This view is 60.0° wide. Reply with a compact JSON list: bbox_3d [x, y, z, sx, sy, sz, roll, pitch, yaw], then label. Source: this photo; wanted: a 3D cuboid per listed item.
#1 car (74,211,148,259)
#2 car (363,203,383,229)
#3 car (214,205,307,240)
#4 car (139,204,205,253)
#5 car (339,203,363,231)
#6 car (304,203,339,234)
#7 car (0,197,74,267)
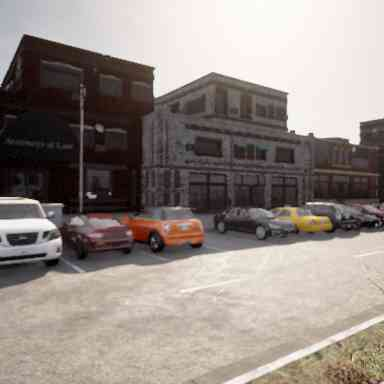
[{"bbox_3d":[-3.759,1.515,12.599,2.002,1.452,4.674,0,0,-35],"label":"car"},{"bbox_3d":[9.856,1.612,22.218,2.163,1.488,4.792,1,0,-35],"label":"car"},{"bbox_3d":[3.136,1.524,17.497,2.231,1.521,4.892,0,0,-35],"label":"car"},{"bbox_3d":[-1.476,1.361,14.182,2.185,1.767,4.553,0,0,-35],"label":"car"},{"bbox_3d":[7.595,1.436,20.617,2.185,1.767,4.553,1,0,-35],"label":"car"},{"bbox_3d":[5.300,1.539,19.251,1.946,1.575,5.366,1,0,-35],"label":"car"},{"bbox_3d":[-6.007,1.218,10.973,2.435,2.045,5.566,0,0,-35],"label":"car"}]
